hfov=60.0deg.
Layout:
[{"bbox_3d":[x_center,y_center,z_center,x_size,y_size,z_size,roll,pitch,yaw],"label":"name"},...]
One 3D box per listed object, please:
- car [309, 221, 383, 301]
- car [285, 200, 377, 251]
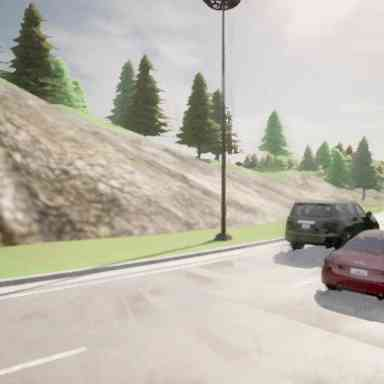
[{"bbox_3d":[4.970,1.641,8.236,4.181,1.385,1.994,0,-1,-42],"label":"car"},{"bbox_3d":[6.013,1.352,13.977,2.150,2.045,5.566,0,0,45],"label":"car"}]
